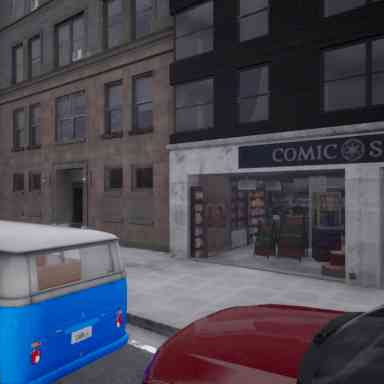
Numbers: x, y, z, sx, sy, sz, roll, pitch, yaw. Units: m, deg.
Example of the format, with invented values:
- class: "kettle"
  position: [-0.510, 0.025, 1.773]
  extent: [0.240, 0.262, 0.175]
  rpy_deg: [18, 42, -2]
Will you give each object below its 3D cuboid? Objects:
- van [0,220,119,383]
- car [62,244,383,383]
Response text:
- class: "van"
  position: [-2.723, 1.341, 4.755]
  extent: [3.998, 1.788, 1.690]
  rpy_deg: [0, 0, 36]
- class: "car"
  position: [1.899, 1.315, 1.456]
  extent: [5.009, 1.841, 2.192]
  rpy_deg: [0, 0, 36]
